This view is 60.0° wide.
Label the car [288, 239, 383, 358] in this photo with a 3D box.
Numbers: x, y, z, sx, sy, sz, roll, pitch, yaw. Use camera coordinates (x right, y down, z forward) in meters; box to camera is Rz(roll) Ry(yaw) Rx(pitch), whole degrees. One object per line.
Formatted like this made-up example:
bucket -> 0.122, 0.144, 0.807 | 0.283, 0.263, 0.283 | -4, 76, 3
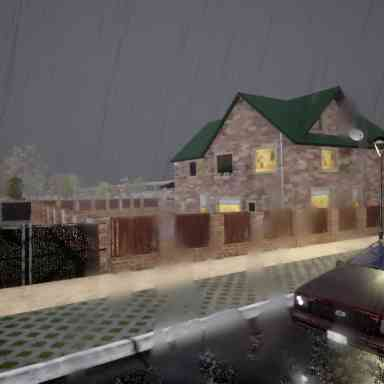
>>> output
car -> 4.105, 1.543, 5.953 | 5.357, 1.411, 2.033 | 0, 0, -35
